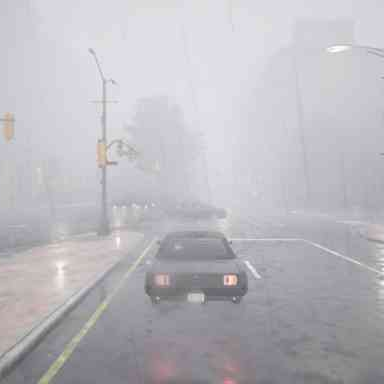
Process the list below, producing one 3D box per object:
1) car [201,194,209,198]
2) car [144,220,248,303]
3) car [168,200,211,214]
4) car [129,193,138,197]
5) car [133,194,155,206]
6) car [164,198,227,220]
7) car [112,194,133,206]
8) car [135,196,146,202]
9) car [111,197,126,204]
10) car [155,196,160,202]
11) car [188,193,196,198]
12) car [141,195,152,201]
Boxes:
[{"bbox_3d":[3.518,1.518,86.850,2.128,1.511,4.902,0,0,0],"label":"car"},{"bbox_3d":[0.076,1.601,8.166,1.895,1.301,4.718,0,0,0],"label":"car"},{"bbox_3d":[-0.189,1.600,36.170,1.895,1.301,4.718,0,0,45],"label":"car"},{"bbox_3d":[-11.524,1.221,64.528,2.150,2.045,5.566,0,0,1],"label":"car"},{"bbox_3d":[-8.076,1.547,56.514,2.033,1.411,5.357,0,0,0],"label":"car"},{"bbox_3d":[0.281,1.491,26.368,4.902,1.511,2.128,0,0,0],"label":"car"},{"bbox_3d":[-11.576,1.525,55.116,1.812,1.442,4.674,0,0,0],"label":"car"},{"bbox_3d":[-11.484,1.552,74.412,1.994,1.385,4.181,0,0,0],"label":"car"},{"bbox_3d":[-14.735,1.594,66.823,1.895,1.301,4.718,0,0,0],"label":"car"},{"bbox_3d":[-8.016,1.563,65.750,1.994,1.385,4.181,0,0,1],"label":"car"},{"bbox_3d":[0.018,1.217,86.464,2.150,2.045,5.566,0,0,0],"label":"car"},{"bbox_3d":[-11.482,1.524,84.646,2.128,1.511,4.902,0,0,0],"label":"car"}]
